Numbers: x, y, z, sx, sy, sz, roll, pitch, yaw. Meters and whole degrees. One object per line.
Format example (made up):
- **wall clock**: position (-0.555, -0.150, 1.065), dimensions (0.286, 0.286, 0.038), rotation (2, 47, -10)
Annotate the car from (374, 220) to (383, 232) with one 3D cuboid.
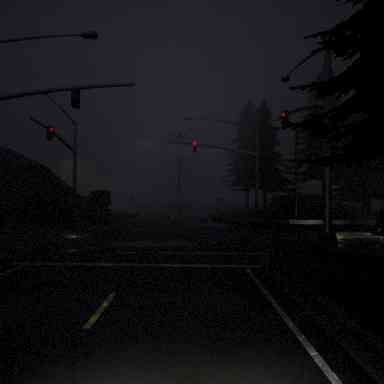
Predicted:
- **car**: position (14.210, 1.867, 21.210), dimensions (4.553, 1.767, 2.097), rotation (0, -1, 0)
